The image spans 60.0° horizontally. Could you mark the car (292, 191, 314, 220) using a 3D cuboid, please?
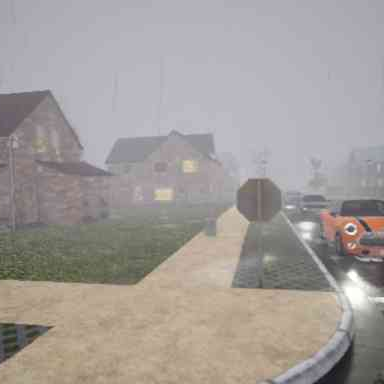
[{"bbox_3d":[7.740,0.889,21.322,1.812,1.442,4.674,-1,2,12],"label":"car"}]

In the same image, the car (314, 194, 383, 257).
[{"bbox_3d":[5.643,0.983,11.106,2.097,1.767,4.553,-1,1,12],"label":"car"}]

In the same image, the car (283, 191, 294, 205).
[{"bbox_3d":[10.549,0.566,34.951,2.033,1.411,5.357,-1,1,12],"label":"car"}]
